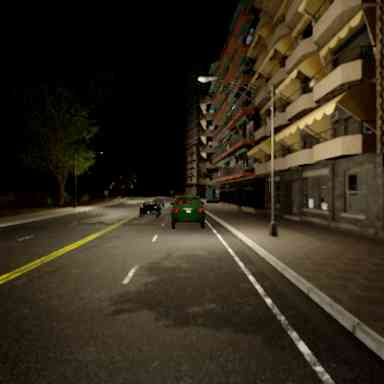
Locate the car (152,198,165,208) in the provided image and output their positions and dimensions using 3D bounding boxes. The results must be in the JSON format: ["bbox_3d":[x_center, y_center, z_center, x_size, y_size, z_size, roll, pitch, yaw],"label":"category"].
[{"bbox_3d":[-5.257,1.704,52.599,2.033,1.411,5.357,0,0,-5],"label":"car"}]

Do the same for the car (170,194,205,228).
[{"bbox_3d":[-0.308,1.286,22.894,2.150,2.045,5.566,0,0,-2],"label":"car"}]

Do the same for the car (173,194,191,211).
[{"bbox_3d":[-1.443,1.351,45.021,2.150,2.045,5.566,0,0,-4],"label":"car"}]

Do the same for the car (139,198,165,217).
[{"bbox_3d":[-3.953,1.587,31.953,2.128,1.511,4.902,0,0,-3],"label":"car"}]
